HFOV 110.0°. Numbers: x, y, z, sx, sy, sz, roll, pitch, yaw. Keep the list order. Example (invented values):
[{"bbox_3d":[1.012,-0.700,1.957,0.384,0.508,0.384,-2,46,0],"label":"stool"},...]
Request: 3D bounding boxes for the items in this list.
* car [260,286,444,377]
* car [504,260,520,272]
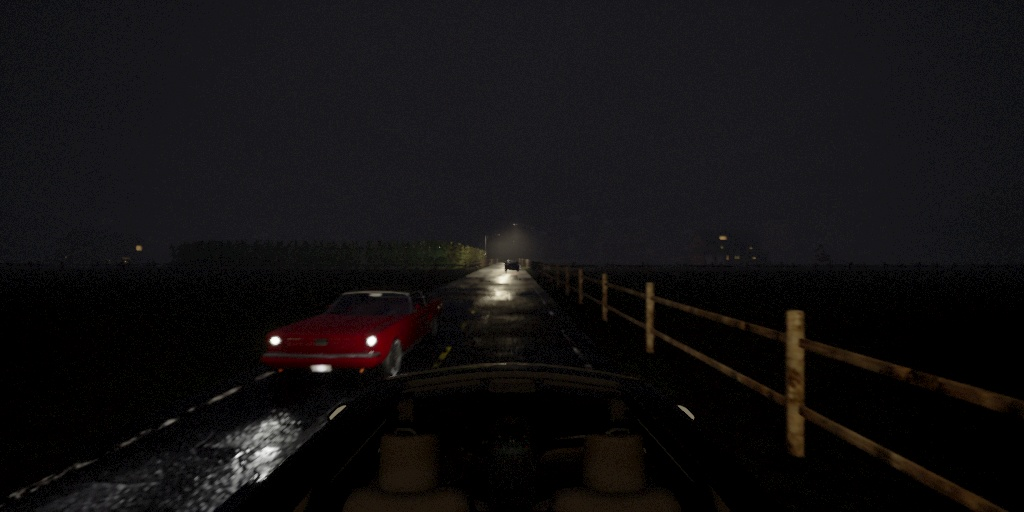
[{"bbox_3d":[-2.801,1.347,7.492,1.895,1.301,4.718,0,0,0],"label":"car"},{"bbox_3d":[-0.011,1.266,46.725,2.128,1.511,4.902,0,0,0],"label":"car"}]
